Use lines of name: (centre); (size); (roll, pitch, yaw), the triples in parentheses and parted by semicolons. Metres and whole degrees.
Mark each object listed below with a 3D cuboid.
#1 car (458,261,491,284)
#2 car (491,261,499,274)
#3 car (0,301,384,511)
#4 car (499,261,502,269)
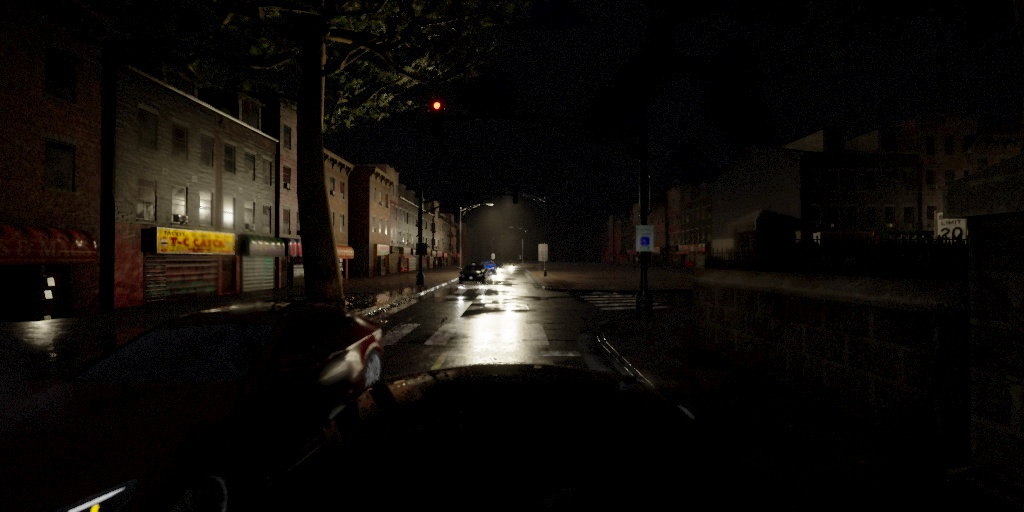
car: (-2.812, 1.266, 26.774); (1.837, 1.490, 4.892); (0, 0, 0)
car: (-2.786, 1.302, 41.344); (1.812, 1.442, 4.674); (0, 0, 0)
car: (-2.848, 1.276, 3.762); (1.812, 1.442, 4.674); (0, 0, 0)
car: (-2.688, 1.436, 59.570); (1.895, 1.301, 4.718); (0, 0, 1)
